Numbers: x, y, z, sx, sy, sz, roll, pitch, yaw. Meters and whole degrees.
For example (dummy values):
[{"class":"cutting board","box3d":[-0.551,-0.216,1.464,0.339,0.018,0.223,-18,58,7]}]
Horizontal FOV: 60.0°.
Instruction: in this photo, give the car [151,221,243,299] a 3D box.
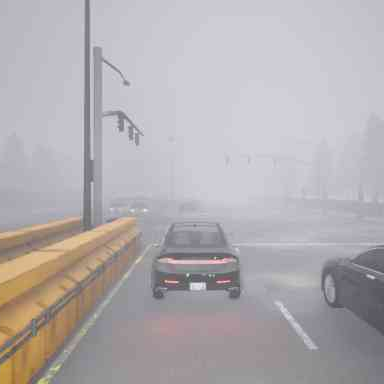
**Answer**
[{"class":"car","box3d":[0.075,1.492,8.440,2.128,1.511,4.902,0,0,-1]}]

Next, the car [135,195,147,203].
[{"class":"car","box3d":[-10.575,1.478,69.111,1.882,1.535,5.008,0,0,0]}]

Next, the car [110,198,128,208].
[{"class":"car","box3d":[-10.651,1.547,49.236,2.033,1.411,5.357,0,0,0]}]

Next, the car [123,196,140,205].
[{"class":"car","box3d":[-10.641,1.491,59.022,2.128,1.511,4.902,0,0,0]}]

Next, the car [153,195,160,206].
[{"class":"car","box3d":[-7.149,1.547,56.022,2.033,1.411,5.357,0,0,0]}]

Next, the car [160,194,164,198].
[{"class":"car","box3d":[-7.108,1.526,65.836,1.812,1.442,4.674,0,0,0]}]

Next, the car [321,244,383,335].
[{"class":"car","box3d":[3.596,1.505,5.027,1.837,1.490,4.892,0,0,0]}]

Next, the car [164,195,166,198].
[{"class":"car","box3d":[-7.083,1.355,75.811,2.097,1.767,4.553,0,0,0]}]

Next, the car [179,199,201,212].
[{"class":"car","box3d":[-0.231,1.525,39.013,1.812,1.442,4.674,1,0,13]}]

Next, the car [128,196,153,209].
[{"class":"car","box3d":[-7.149,1.352,46.548,2.097,1.767,4.553,0,0,0]}]
